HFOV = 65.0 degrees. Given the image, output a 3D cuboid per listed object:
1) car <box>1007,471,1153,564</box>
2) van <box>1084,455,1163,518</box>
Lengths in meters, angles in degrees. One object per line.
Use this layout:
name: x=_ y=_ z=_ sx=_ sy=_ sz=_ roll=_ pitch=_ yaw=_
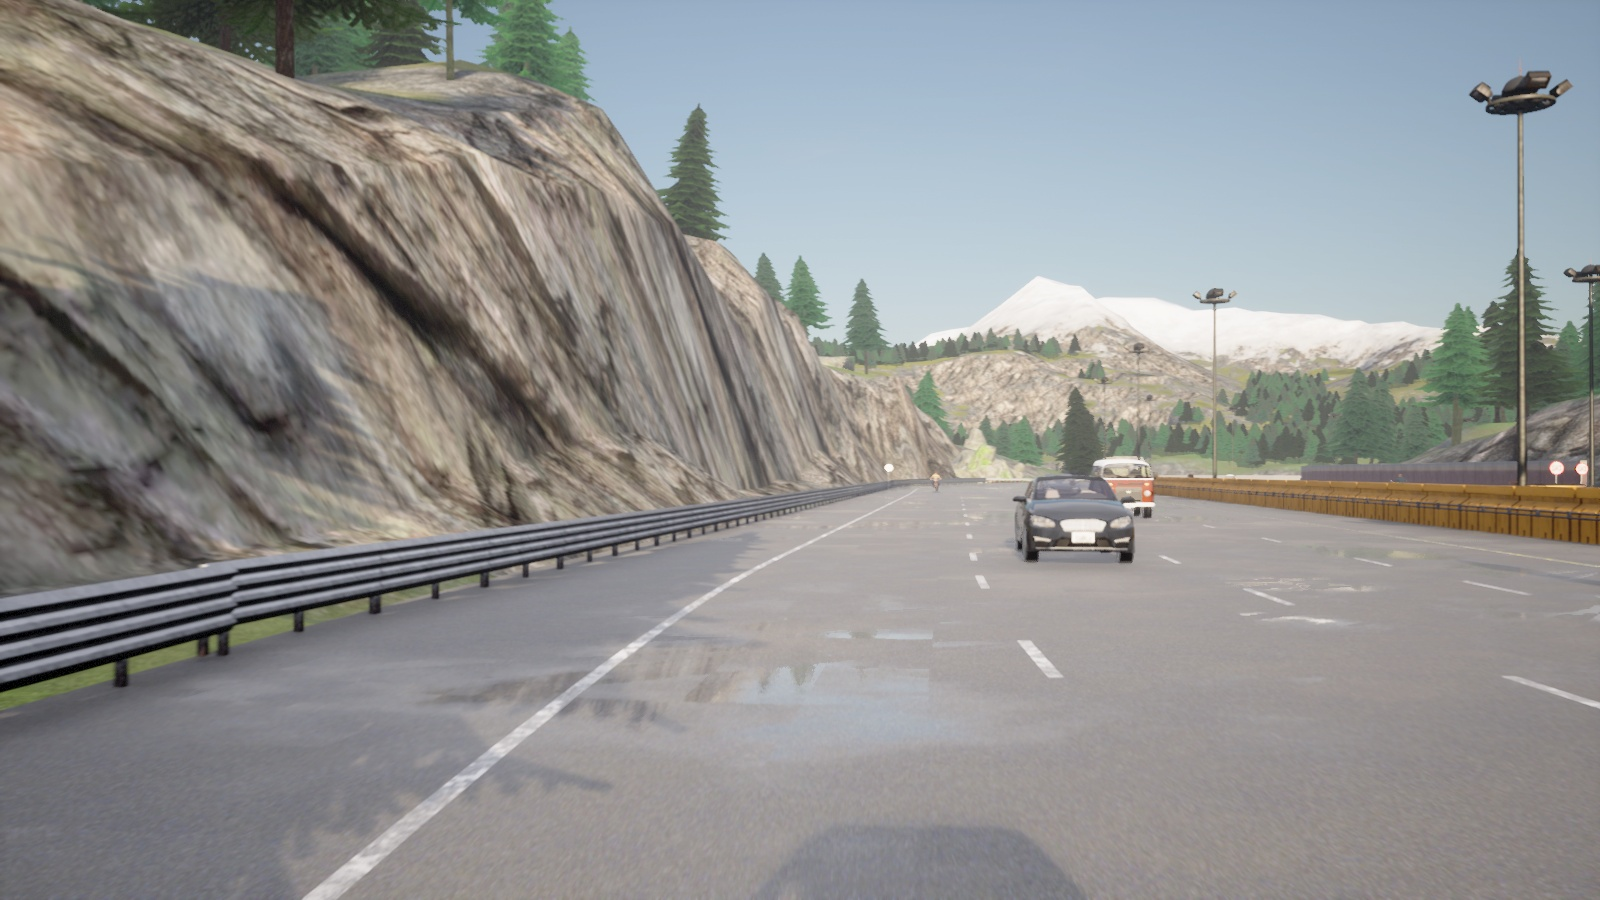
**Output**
car: x=4.941 y=1.135 z=22.856 sx=2.128 sy=1.511 sz=4.902 roll=0 pitch=-1 yaw=7
van: x=11.012 y=1.221 z=43.061 sx=2.069 sy=2.038 sz=4.480 roll=0 pitch=-1 yaw=7
